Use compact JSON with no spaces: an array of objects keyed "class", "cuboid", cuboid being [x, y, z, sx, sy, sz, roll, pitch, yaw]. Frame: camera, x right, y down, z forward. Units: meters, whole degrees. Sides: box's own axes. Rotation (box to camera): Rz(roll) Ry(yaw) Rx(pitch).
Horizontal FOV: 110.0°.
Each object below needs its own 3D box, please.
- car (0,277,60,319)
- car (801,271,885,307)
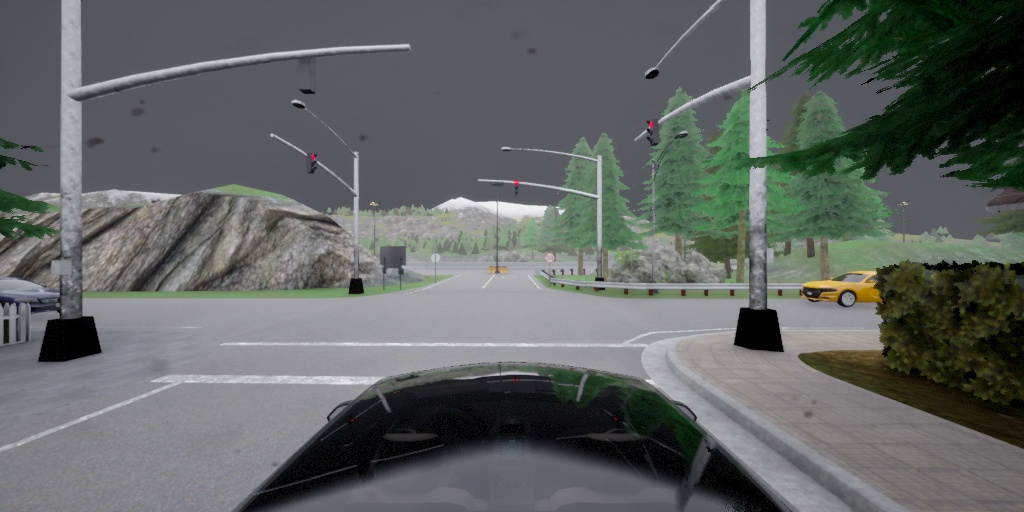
[{"class":"car","cuboid":[-18.279,1.469,12.677,4.674,1.442,1.812,0,0,0]},{"class":"car","cuboid":[15.954,1.422,16.193,5.008,1.535,1.882,0,0,0]}]
